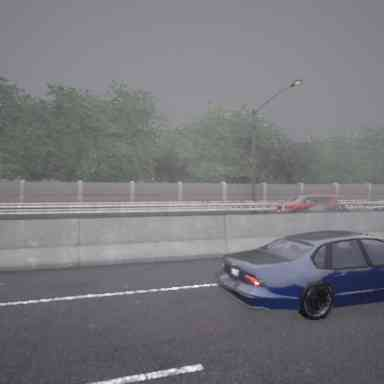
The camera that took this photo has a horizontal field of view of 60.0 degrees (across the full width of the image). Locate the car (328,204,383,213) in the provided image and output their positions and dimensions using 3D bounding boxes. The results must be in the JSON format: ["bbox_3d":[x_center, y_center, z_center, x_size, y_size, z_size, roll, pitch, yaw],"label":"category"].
[{"bbox_3d":[11.333,1.625,20.867,4.718,1.301,1.895,0,0,-17],"label":"car"}]

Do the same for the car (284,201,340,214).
[{"bbox_3d":[9.702,1.576,24.025,5.357,1.411,2.033,0,0,-18],"label":"car"}]

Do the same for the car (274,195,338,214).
[{"bbox_3d":[9.653,1.254,27.677,5.566,2.045,2.150,0,0,-17],"label":"car"}]

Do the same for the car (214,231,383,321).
[{"bbox_3d":[3.187,1.558,7.042,5.357,1.411,2.033,0,0,-18],"label":"car"}]
